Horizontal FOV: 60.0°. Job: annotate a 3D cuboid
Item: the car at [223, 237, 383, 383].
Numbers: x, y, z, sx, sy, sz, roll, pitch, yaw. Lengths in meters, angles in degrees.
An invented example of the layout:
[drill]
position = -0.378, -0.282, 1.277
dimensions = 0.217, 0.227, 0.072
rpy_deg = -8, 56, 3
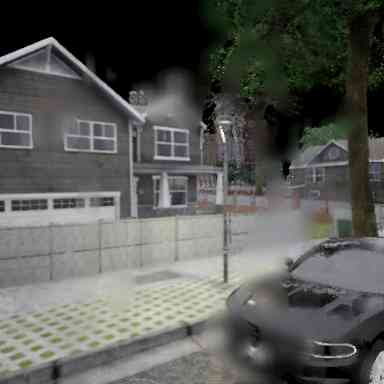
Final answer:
[car]
position = 2.685, 1.479, 5.093
dimensions = 5.008, 1.535, 1.882
rpy_deg = 0, 0, -37
